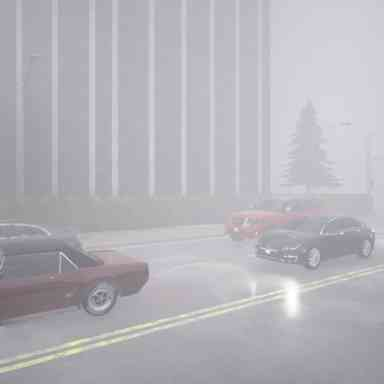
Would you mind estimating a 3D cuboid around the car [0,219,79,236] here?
[{"bbox_3d":[-5.414,1.492,8.748,4.902,1.511,2.128,0,0,-35],"label":"car"}]

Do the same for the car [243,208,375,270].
[{"bbox_3d":[4.232,1.505,11.158,4.892,1.490,1.837,0,0,-34],"label":"car"}]

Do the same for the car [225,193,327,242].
[{"bbox_3d":[4.097,1.223,15.319,5.566,2.045,2.150,0,0,-35],"label":"car"}]

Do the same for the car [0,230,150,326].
[{"bbox_3d":[-3.267,1.601,5.976,4.718,1.301,1.895,0,0,-35],"label":"car"}]
